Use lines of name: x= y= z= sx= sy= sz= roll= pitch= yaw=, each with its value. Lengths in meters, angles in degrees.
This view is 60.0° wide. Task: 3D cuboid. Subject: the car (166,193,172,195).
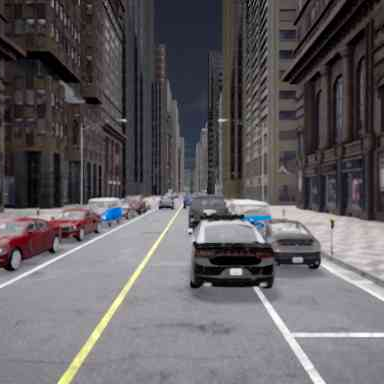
car: x=-5.850 y=1.471 z=72.612 sx=1.802 sy=1.307 sz=4.206 roll=0 pitch=0 yaw=0

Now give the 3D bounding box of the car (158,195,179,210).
car: x=-3.098 y=1.475 z=41.393 sx=2.033 sy=1.411 sz=5.357 roll=0 pitch=0 yaw=0

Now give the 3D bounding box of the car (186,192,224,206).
car: x=0.877 y=1.189 z=19.226 sx=2.150 sy=2.045 sz=5.566 roll=0 pitch=0 yaw=0

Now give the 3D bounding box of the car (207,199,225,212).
car: x=2.716 y=1.513 z=38.926 sx=1.802 sy=1.307 sz=4.206 roll=0 pitch=0 yaw=0

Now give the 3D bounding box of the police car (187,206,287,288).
police car: x=0.889 y=1.407 z=9.306 sx=1.930 sy=1.638 sz=5.238 roll=0 pitch=0 yaw=0

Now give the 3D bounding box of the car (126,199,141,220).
car: x=-5.795 y=1.502 z=27.665 sx=2.008 sy=1.369 sz=4.403 roll=0 pitch=0 yaw=0

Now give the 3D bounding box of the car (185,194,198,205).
car: x=-0.070 y=1.256 z=58.838 sx=2.097 sy=1.767 sz=4.553 roll=0 pitch=0 yaw=0

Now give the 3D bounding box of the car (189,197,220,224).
car: x=0.869 y=1.306 z=25.166 sx=2.097 sy=1.767 sz=4.553 roll=0 pitch=0 yaw=0

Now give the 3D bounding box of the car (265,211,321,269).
car: x=2.750 y=1.530 z=10.831 sx=2.008 sy=1.369 sz=4.403 roll=0 pitch=0 yaw=0

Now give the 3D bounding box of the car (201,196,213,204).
car: x=2.689 y=1.467 z=61.401 sx=1.947 sy=1.339 sz=4.313 roll=0 pitch=0 yaw=0

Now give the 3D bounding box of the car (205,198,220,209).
car: x=2.709 y=1.504 z=44.544 sx=1.802 sy=1.307 sz=4.206 roll=0 pitch=0 yaw=0

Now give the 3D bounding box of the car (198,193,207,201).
car: x=2.662 y=1.190 z=83.875 sx=2.192 sy=1.841 sz=5.009 roll=0 pitch=0 yaw=0

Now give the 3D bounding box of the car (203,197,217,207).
car: x=2.702 y=1.439 z=50.333 sx=1.752 sy=1.417 sz=4.829 roll=0 pitch=0 yaw=0

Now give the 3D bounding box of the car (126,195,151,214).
car: x=-5.802 y=1.257 z=33.284 sx=2.192 sy=1.841 sz=5.009 roll=0 pitch=0 yaw=0

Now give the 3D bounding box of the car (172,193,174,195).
car: x=-5.856 y=1.448 z=78.231 sx=1.947 sy=1.339 sz=4.313 roll=0 pitch=0 yaw=0

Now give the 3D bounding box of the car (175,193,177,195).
car: x=-5.870 y=1.415 z=89.467 sx=1.887 sy=1.381 sz=4.507 roll=0 pitch=0 yaw=0

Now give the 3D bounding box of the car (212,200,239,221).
car: x=2.730 y=1.475 z=27.858 sx=1.752 sy=1.417 sz=4.829 roll=0 pitch=0 yaw=0

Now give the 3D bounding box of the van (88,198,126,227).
van: x=-5.788 y=1.302 z=22.047 sx=1.690 sy=1.788 sz=3.998 roll=0 pitch=0 yaw=0

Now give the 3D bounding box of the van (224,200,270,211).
van: x=2.743 y=1.311 z=16.450 sx=1.690 sy=1.788 sz=3.998 roll=0 pitch=0 yaw=0

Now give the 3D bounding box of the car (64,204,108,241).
car: x=-5.782 y=1.515 z=16.428 sx=1.887 sy=1.381 sz=4.507 roll=0 pitch=0 yaw=0

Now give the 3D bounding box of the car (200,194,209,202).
car: x=2.675 y=1.328 z=72.638 sx=1.967 sy=1.590 sz=4.097 roll=0 pitch=0 yaw=0

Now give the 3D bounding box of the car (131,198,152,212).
car: x=-5.809 y=1.458 z=38.733 sx=1.752 sy=1.417 sz=4.829 roll=0 pitch=0 yaw=0

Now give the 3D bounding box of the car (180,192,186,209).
car: x=-0.044 y=1.144 z=44.413 sx=2.150 sy=2.045 sz=5.566 roll=0 pitch=0 yaw=0

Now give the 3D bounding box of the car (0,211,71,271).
car: x=-5.775 y=1.525 z=10.810 sx=1.887 sy=1.381 sz=4.507 roll=0 pitch=0 yaw=0
